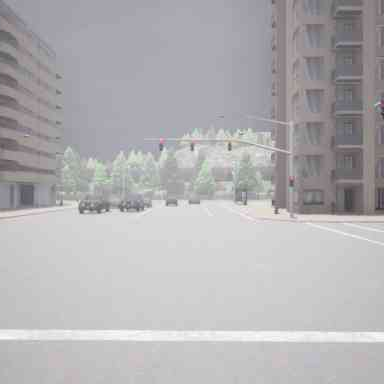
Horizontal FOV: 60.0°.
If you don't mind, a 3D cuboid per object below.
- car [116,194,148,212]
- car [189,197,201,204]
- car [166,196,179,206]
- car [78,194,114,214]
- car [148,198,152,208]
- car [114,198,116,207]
[{"bbox_3d":[-7.009,1.221,39.418,2.150,2.045,5.566,0,0,0],"label":"car"},{"bbox_3d":[0.476,1.564,61.497,1.994,1.385,4.181,0,0,5],"label":"car"},{"bbox_3d":[-3.286,1.505,54.671,1.837,1.490,4.892,0,0,0],"label":"car"},{"bbox_3d":[-10.517,1.221,36.213,2.150,2.045,5.566,0,0,0],"label":"car"},{"bbox_3d":[-6.974,1.526,48.947,1.812,1.442,4.674,0,0,0],"label":"car"},{"bbox_3d":[-10.489,1.526,45.817,1.812,1.442,4.674,0,0,0],"label":"car"}]
